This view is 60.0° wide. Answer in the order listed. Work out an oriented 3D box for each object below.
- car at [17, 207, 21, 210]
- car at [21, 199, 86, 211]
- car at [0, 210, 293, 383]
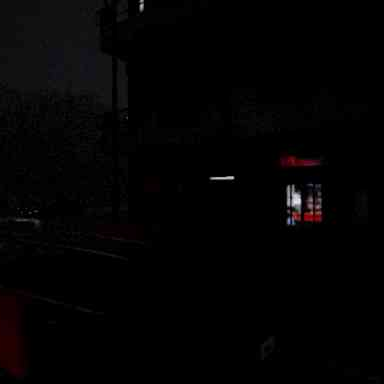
[{"bbox_3d":[-13.675,1.534,31.041,1.895,1.301,4.718,-1,0,37],"label":"car"},{"bbox_3d":[-11.501,1.409,28.520,1.837,1.490,4.892,-1,0,37],"label":"car"},{"bbox_3d":[-1.345,1.303,4.026,5.009,1.841,2.192,0,-1,36],"label":"car"}]
